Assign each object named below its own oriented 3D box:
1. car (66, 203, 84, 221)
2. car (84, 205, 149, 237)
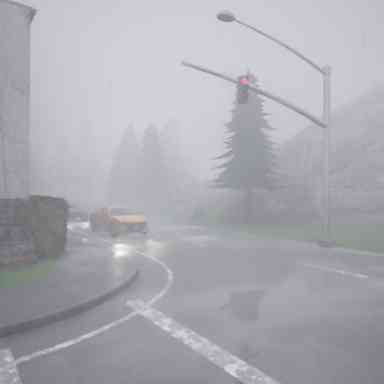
[{"bbox_3d":[-10.023,1.582,27.104,2.033,1.411,5.357,0,0,-34],"label":"car"},{"bbox_3d":[-4.167,1.511,18.561,1.882,1.535,5.008,0,0,-34],"label":"car"}]
